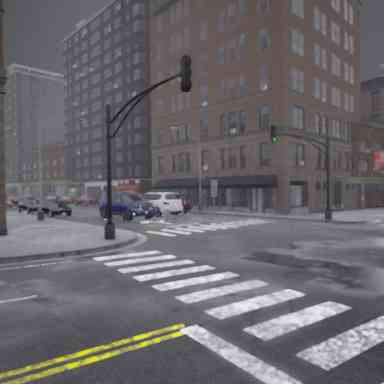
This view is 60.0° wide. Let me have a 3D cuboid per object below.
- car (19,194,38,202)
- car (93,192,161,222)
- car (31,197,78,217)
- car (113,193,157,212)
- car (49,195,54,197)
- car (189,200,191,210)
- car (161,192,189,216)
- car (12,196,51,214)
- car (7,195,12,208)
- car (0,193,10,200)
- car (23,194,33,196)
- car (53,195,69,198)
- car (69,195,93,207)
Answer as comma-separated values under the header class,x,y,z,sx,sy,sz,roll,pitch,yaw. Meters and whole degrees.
class,x,y,z,sx,sy,sz,roll,pitch,yaw
car,-29.088,1.038,58.990,1.802,1.307,4.206,0,1,-44
car,-5.209,1.080,26.063,2.150,2.045,5.566,-1,2,-44
car,-12.198,1.414,29.328,1.947,1.339,4.313,0,1,-44
car,-6.083,1.036,35.264,2.192,1.841,5.009,0,1,-44
car,-21.420,1.129,51.082,1.802,1.307,4.206,0,1,-44
car,-2.248,1.078,31.310,2.192,1.841,5.009,0,1,-44
car,-3.184,1.031,28.652,2.150,2.045,5.566,-1,1,-45
car,-16.032,1.371,33.281,1.947,1.339,4.313,0,1,-44
car,-23.580,1.245,41.064,1.752,1.417,4.829,0,1,-44
car,-40.590,0.880,70.851,1.947,1.339,4.313,0,1,-44
car,-21.116,1.285,42.502,1.895,1.301,4.718,-1,1,-44
car,-17.586,1.174,47.128,1.802,1.307,4.206,0,1,-44
car,-13.751,1.076,43.173,1.967,1.590,4.097,0,1,-44
